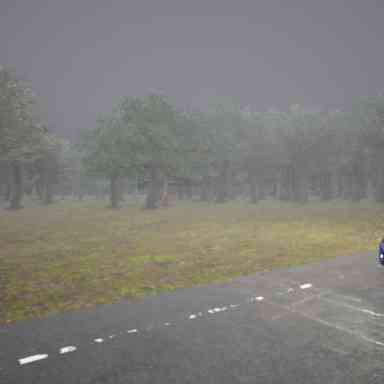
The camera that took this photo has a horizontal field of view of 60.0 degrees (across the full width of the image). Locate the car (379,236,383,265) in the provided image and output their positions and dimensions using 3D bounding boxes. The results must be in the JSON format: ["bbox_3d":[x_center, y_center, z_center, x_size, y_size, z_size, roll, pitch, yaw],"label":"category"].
[{"bbox_3d":[7.524,1.222,9.347,5.566,2.045,2.150,0,0,-35],"label":"car"}]
